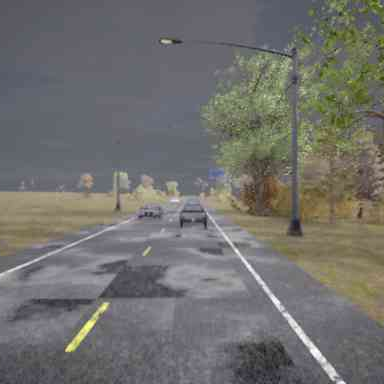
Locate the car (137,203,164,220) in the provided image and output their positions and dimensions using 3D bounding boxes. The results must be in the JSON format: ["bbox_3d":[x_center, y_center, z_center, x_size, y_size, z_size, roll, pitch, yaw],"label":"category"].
[{"bbox_3d":[-3.608,1.697,29.605,1.994,1.385,4.181,0,0,0],"label":"car"}]

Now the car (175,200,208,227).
[{"bbox_3d":[0.091,1.597,23.600,2.128,1.511,4.902,0,0,0],"label":"car"}]

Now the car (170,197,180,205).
[{"bbox_3d":[-3.528,1.841,68.415,1.812,1.442,4.674,0,0,0],"label":"car"}]

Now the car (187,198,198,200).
[{"bbox_3d":[0.084,1.542,41.975,2.097,1.767,4.553,0,0,0],"label":"car"}]
